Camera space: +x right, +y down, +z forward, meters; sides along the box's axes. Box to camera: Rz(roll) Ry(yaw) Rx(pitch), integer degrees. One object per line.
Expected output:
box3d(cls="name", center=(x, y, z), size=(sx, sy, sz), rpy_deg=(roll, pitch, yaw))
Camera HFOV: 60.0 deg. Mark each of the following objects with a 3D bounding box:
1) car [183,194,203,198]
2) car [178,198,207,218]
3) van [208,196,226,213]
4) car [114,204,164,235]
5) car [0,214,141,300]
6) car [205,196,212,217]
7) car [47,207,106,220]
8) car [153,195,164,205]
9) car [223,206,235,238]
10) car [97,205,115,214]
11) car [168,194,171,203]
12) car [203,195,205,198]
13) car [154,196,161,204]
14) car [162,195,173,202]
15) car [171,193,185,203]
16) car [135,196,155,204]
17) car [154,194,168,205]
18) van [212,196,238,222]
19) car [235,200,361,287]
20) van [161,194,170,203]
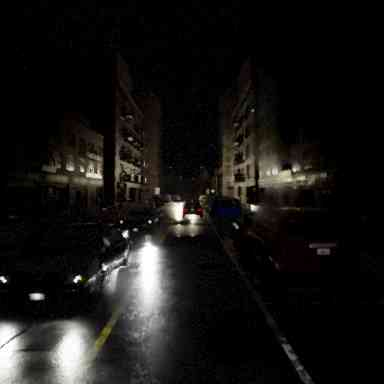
box3d(cls="car", center=(0.029, 1.454, 45.006), size=(2.128, 1.511, 4.902), rpy_deg=(0, 0, 0))
box3d(cls="car", center=(0.043, 1.523, 30.291), size=(2.033, 1.411, 5.357), rpy_deg=(0, 0, 0))
box3d(cls="van", center=(2.658, 1.311, 36.251), size=(1.690, 1.788, 3.998), rpy_deg=(0, 0, 0))
box3d(cls="car", center=(-2.847, 1.586, 19.001), size=(1.895, 1.301, 4.718), rpy_deg=(0, 0, 0))
box3d(cls="car", center=(-2.860, 1.541, 8.783), size=(2.033, 1.411, 5.357), rpy_deg=(0, 0, 0))
box3d(cls="car", center=(2.666, 1.289, 30.844), size=(2.192, 1.841, 5.009), rpy_deg=(0, 0, 0))
box3d(cls="car", center=(-5.414, 1.554, 14.619), size=(1.947, 1.339, 4.313), rpy_deg=(0, 0, 0))
box3d(cls="car", center=(-5.424, 1.526, 47.057), size=(1.947, 1.339, 4.313), rpy_deg=(0, 0, 0))
box3d(cls="car", center=(2.691, 1.539, 14.625), size=(2.008, 1.369, 4.403), rpy_deg=(0, 0, 0))
box3d(cls="car", center=(-5.416, 1.529, 20.026), size=(1.887, 1.381, 4.507), rpy_deg=(0, 0, 0))
box3d(cls="car", center=(-5.429, 1.528, 63.276), size=(1.802, 1.307, 4.206), rpy_deg=(0, 0, 0))
box3d(cls="car", center=(2.634, 1.481, 52.639), size=(1.752, 1.417, 4.829), rpy_deg=(0, 0, 0))
box3d(cls="car", center=(-5.423, 1.516, 41.651), size=(2.008, 1.369, 4.403), rpy_deg=(0, 0, 0))
box3d(cls="car", center=(-5.433, 1.488, 74.088), size=(2.008, 1.369, 4.403), rpy_deg=(0, 0, 0))
box3d(cls="car", center=(-2.791, 1.489, 67.400), size=(2.033, 1.411, 5.357), rpy_deg=(0, 0, 0))
box3d(cls="car", center=(-5.421, 1.495, 36.075), size=(1.752, 1.417, 4.829), rpy_deg=(0, 0, 0))
box3d(cls="car", center=(-5.426, 1.271, 52.463), size=(2.192, 1.841, 5.009), rpy_deg=(0, 0, 0))
box3d(cls="van", center=(2.674, 1.320, 25.438), size=(1.690, 1.788, 3.998), rpy_deg=(0, 0, 0))
box3d(cls="car", center=(2.699, 1.308, 9.219), size=(2.192, 1.841, 5.009), rpy_deg=(0, 0, 0))
box3d(cls="van", center=(-5.431, 1.283, 68.682), size=(1.690, 1.788, 3.998), rpy_deg=(0, 0, 0))
